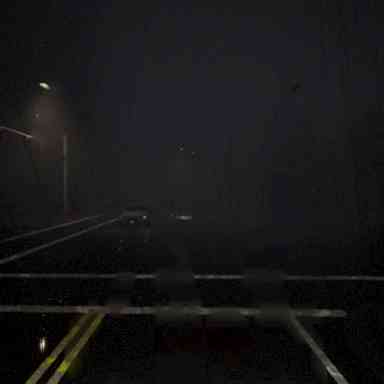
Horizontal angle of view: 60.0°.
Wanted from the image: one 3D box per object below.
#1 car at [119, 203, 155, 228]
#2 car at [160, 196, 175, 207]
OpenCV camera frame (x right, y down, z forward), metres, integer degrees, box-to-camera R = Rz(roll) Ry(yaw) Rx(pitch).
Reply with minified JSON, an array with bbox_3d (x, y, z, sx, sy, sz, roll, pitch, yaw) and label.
[{"bbox_3d":[-3.496,1.462,21.759,1.812,1.442,4.674,0,0,0],"label":"car"},{"bbox_3d":[-3.483,1.330,48.071,1.812,1.442,4.674,0,2,0],"label":"car"}]
